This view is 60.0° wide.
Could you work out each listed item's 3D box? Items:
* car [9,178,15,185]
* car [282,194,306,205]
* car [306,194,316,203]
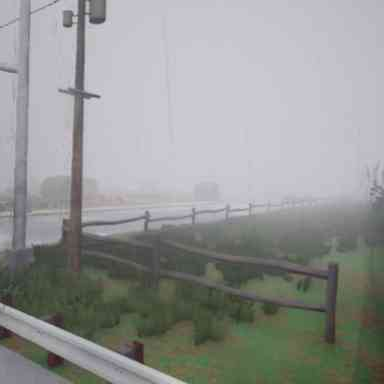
[{"bbox_3d":[-43.006,-2.489,81.023,1.905,1.878,3.866,8,2,-14],"label":"car"},{"bbox_3d":[14.433,1.035,47.962,1.837,1.490,4.892,3,2,33],"label":"car"},{"bbox_3d":[19.864,1.069,56.436,1.994,1.385,4.181,3,2,33],"label":"car"}]
